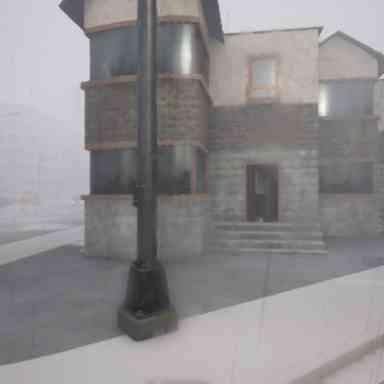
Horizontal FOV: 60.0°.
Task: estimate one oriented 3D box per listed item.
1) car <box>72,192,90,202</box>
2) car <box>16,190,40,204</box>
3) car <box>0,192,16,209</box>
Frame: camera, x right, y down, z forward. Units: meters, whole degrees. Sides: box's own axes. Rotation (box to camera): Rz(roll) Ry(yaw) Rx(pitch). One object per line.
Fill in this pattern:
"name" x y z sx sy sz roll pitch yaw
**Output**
"car" -15.876 0.721 50.132 2.033 1.411 5.357 0 0 10
"car" -20.969 0.576 41.198 2.097 1.767 4.553 0 1 10
"car" -19.217 0.974 30.594 2.033 1.411 5.357 0 2 10
